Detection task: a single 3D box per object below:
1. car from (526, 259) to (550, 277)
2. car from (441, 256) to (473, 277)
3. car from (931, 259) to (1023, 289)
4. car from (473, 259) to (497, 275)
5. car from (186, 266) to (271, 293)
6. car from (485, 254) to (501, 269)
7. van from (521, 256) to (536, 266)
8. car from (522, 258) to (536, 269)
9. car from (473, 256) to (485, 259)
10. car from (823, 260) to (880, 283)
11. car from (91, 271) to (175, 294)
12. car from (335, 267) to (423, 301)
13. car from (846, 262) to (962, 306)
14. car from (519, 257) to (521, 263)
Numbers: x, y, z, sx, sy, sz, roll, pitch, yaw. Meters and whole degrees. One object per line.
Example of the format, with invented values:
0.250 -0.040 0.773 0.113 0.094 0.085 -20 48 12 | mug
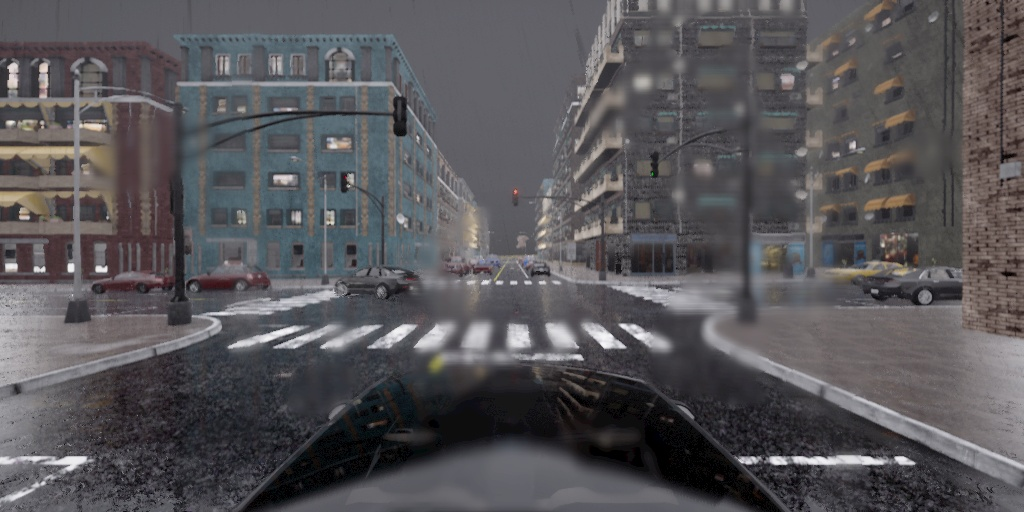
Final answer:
2.571 1.203 33.545 1.948 1.339 4.313 0 0 0 | car
-5.310 0.952 33.546 2.192 1.841 5.009 0 0 0 | car
25.143 0.890 18.590 4.674 1.442 1.812 -1 0 0 | car
-2.842 1.228 36.164 1.895 1.301 4.718 0 0 0 | car
-16.902 1.321 21.397 4.097 1.591 1.967 0 0 0 | car
-2.828 0.783 52.810 2.150 2.045 5.566 0 0 0 | car
2.574 0.913 50.202 1.690 1.789 3.998 0 0 0 | van
2.573 1.176 44.649 1.802 1.307 4.207 0 0 0 | car
-5.307 1.117 50.203 1.888 1.381 4.507 0 0 0 | car
21.137 0.934 21.088 4.829 1.417 1.751 0 0 0 | car
-22.451 1.532 21.437 4.207 1.307 1.802 0 0 0 | car
-6.563 1.265 17.524 4.892 1.490 1.837 -1 -2 30 | car
15.604 1.043 13.251 4.403 1.370 2.007 0 0 0 | car
2.575 0.968 61.305 1.967 1.591 4.097 0 0 0 | car
